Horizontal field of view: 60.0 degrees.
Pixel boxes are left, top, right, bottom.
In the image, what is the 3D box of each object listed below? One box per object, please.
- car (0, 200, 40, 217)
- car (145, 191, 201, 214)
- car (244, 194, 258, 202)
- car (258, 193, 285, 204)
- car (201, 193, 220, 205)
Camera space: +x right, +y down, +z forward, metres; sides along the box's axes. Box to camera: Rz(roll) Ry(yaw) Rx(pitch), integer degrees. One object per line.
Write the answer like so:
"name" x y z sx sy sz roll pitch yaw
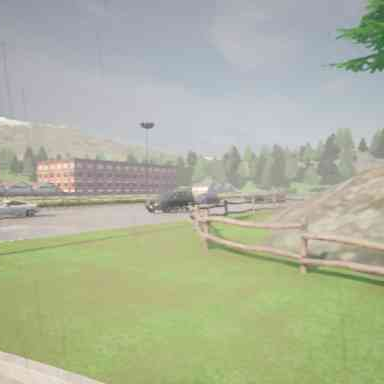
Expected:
"car" -14.574 1.360 26.475 1.812 1.442 4.674 0 1 38
"car" -1.914 0.935 31.445 2.150 2.045 5.566 0 1 38
"car" 9.787 1.053 52.075 1.994 1.385 4.181 0 1 38
"car" 12.160 0.942 49.436 1.882 1.535 5.008 0 0 38
"car" 2.039 0.887 47.927 2.097 1.767 4.553 0 1 38
